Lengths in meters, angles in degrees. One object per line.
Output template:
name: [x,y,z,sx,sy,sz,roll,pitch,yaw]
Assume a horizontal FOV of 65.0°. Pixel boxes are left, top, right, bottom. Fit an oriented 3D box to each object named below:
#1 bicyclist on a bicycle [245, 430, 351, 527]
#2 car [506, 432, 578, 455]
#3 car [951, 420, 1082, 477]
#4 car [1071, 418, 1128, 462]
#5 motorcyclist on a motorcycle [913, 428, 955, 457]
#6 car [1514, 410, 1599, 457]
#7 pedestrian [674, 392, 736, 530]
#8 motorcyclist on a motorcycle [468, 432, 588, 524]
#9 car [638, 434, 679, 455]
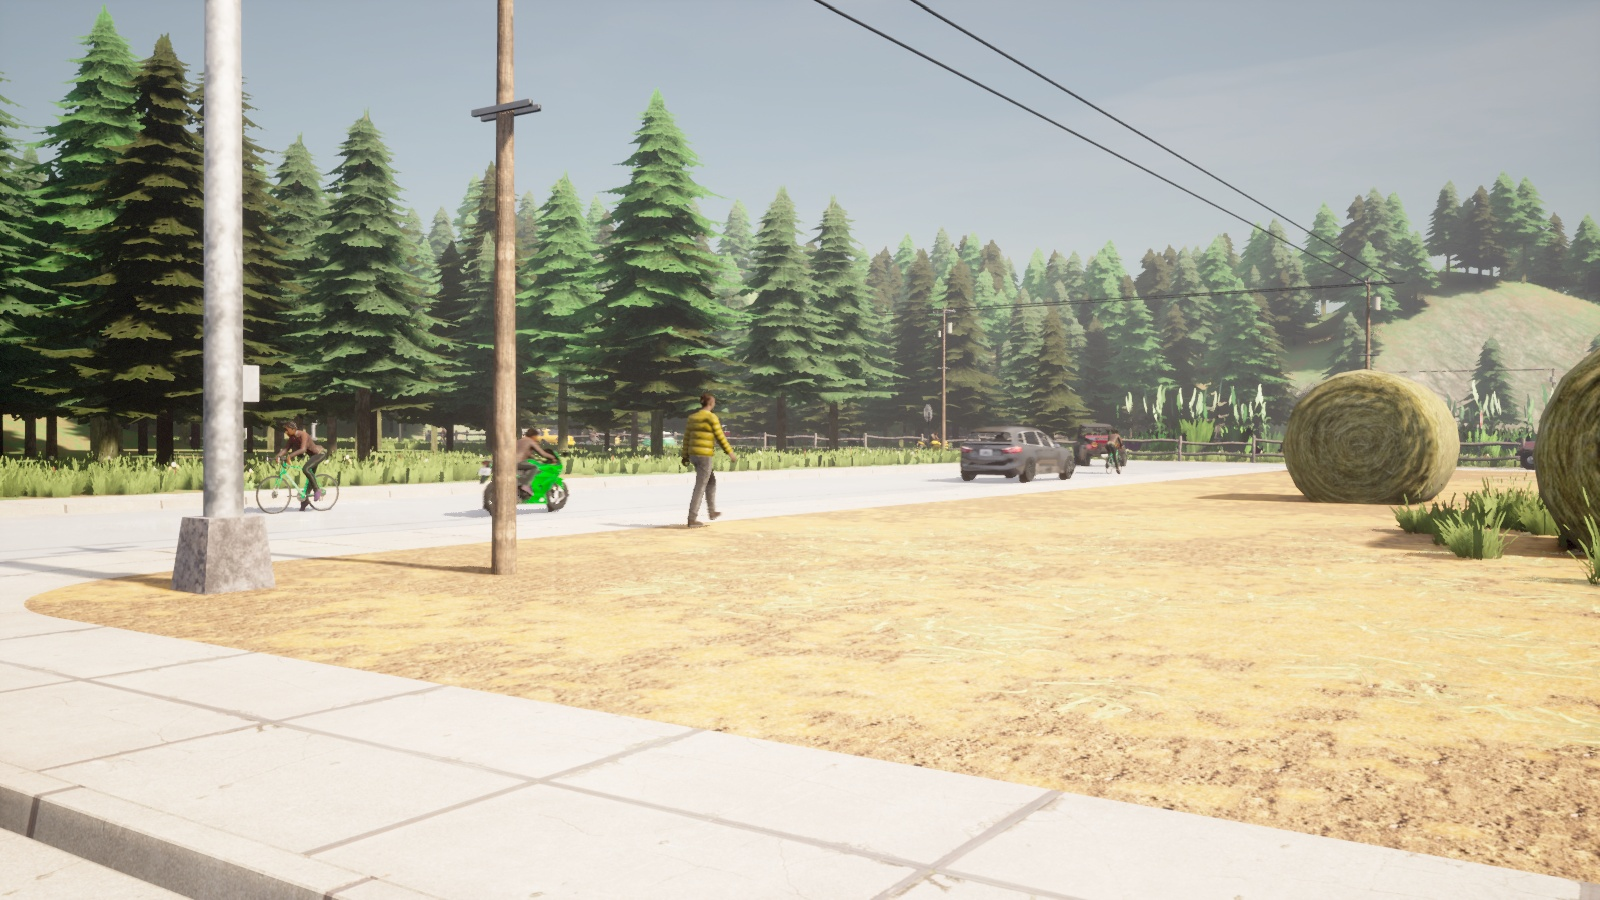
bicyclist on a bicycle: [-8.882,0.477,22.268,0.582,1.620,1.656,0,1,35]
car: [-18.197,-0.479,88.552,5.366,1.575,1.801,0,1,36]
car: [6.744,-0.081,38.737,2.242,1.667,4.611,0,1,35]
car: [13.216,-0.474,55.603,1.905,1.878,3.866,0,1,5]
motorcyclist on a motorcycle: [7.019,-0.399,65.785,2.044,1.523,0.797,0,1,37]
car: [31.567,-0.664,51.411,3.866,1.878,1.905,0,1,37]
pedestrian: [-1.286,0.138,17.050,0.431,1.840,0.709,0,1,44]
motorcyclist on a motorcycle: [-4.759,0.458,22.085,0.797,1.523,2.044,0,1,35]
car: [-9.251,-0.373,82.100,2.207,1.376,1.481,0,1,36]
